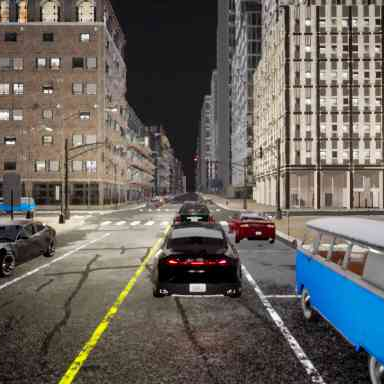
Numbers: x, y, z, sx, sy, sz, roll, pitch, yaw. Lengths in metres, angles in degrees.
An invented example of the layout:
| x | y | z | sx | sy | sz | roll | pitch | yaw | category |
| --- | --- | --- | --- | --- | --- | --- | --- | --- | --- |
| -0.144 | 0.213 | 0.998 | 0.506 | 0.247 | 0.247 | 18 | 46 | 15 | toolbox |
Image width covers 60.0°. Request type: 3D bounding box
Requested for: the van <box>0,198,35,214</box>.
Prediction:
| x | y | z | sx | sy | sz | roll | pitch | yaw | category |
| --- | --- | --- | --- | --- | --- | --- | --- | --- | --- |
| -19.704 | 1.525 | 37.120 | 3.998 | 1.788 | 1.690 | 0 | 0 | 1 | van |

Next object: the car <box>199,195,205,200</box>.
| x | y | z | sx | sy | sz | roll | pitch | yaw | category |
| --- | --- | --- | --- | --- | --- | --- | --- | --- | --- |
| 2.780 | 1.524 | 93.441 | 1.802 | 1.307 | 4.206 | 1 | 0 | 0 | car |

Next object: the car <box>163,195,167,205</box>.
| x | y | z | sx | sy | sz | roll | pitch | yaw | category |
| --- | --- | --- | --- | --- | --- | --- | --- | --- | --- |
| -5.632 | 1.426 | 53.890 | 1.967 | 1.590 | 4.097 | 1 | 0 | 0 | car |

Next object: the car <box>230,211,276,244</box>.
| x | y | z | sx | sy | sz | roll | pitch | yaw | category |
| --- | --- | --- | --- | --- | --- | --- | --- | --- | --- |
| 2.713 | 1.545 | 15.786 | 1.887 | 1.381 | 4.507 | 1 | 0 | 0 | car |

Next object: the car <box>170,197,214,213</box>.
| x | y | z | sx | sy | sz | roll | pitch | yaw | category |
| --- | --- | --- | --- | --- | --- | --- | --- | --- | --- |
| 0.086 | 1.352 | 17.608 | 2.097 | 1.767 | 4.553 | 0 | 0 | -1 | car |

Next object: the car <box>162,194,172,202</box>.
| x | y | z | sx | sy | sz | roll | pitch | yaw | category |
| --- | --- | --- | --- | --- | --- | --- | --- | --- | --- |
| -5.612 | 1.402 | 76.495 | 1.967 | 1.590 | 4.097 | 1 | 0 | 0 | car |

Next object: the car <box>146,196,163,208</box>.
| x | y | z | sx | sy | sz | roll | pitch | yaw | category |
| --- | --- | --- | --- | --- | --- | --- | --- | --- | --- |
| -5.640 | 1.573 | 48.237 | 1.802 | 1.307 | 4.206 | 1 | 0 | 0 | car |

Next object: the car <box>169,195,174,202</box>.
| x | y | z | sx | sy | sz | roll | pitch | yaw | category |
| --- | --- | --- | --- | --- | --- | --- | --- | --- | --- |
| -5.619 | 1.519 | 70.843 | 2.008 | 1.369 | 4.403 | 1 | 0 | 0 | car |

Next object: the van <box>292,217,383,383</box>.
| x | y | z | sx | sy | sz | roll | pitch | yaw | category |
| --- | --- | --- | --- | --- | --- | --- | --- | --- | --- |
| 2.705 | 1.342 | 4.632 | 1.690 | 1.788 | 3.998 | 1 | 0 | 0 | van |

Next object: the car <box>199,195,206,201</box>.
| x | y | z | sx | sy | sz | roll | pitch | yaw | category |
| --- | --- | --- | --- | --- | --- | --- | --- | --- | --- |
| 2.776 | 1.475 | 87.960 | 1.752 | 1.417 | 4.829 | 1 | 0 | 0 | car |

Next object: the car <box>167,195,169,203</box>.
| x | y | z | sx | sy | sz | roll | pitch | yaw | category |
| --- | --- | --- | --- | --- | --- | --- | --- | --- | --- |
| -5.629 | 1.562 | 59.541 | 1.802 | 1.307 | 4.206 | 1 | 0 | 0 | car |

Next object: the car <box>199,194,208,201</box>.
| x | y | z | sx | sy | sz | roll | pitch | yaw | category |
| --- | --- | --- | --- | --- | --- | --- | --- | --- | --- |
| 2.773 | 1.396 | 82.139 | 1.967 | 1.590 | 4.097 | 1 | 0 | 0 | car |

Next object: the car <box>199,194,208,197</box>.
| x | y | z | sx | sy | sz | roll | pitch | yaw | category |
| --- | --- | --- | --- | --- | --- | --- | --- | --- | --- |
| 2.751 | 1.531 | 59.532 | 2.008 | 1.369 | 4.403 | 1 | 0 | 0 | car |

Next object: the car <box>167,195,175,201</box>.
| x | y | z | sx | sy | sz | roll | pitch | yaw | category |
| --- | --- | --- | --- | --- | --- | --- | --- | --- | --- |
| -5.604 | 1.475 | 87.629 | 1.752 | 1.417 | 4.829 | 1 | 0 | 0 | car |

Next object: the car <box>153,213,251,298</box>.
| x | y | z | sx | sy | sz | roll | pitch | yaw | category |
| --- | --- | --- | --- | --- | --- | --- | --- | --- | --- |
| 0.108 | 1.506 | 8.515 | 1.837 | 1.490 | 4.892 | 0 | 0 | 0 | car |

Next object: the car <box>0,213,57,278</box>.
| x | y | z | sx | sy | sz | roll | pitch | yaw | category |
| --- | --- | --- | --- | --- | --- | --- | --- | --- | --- |
| -5.673 | 1.567 | 10.222 | 1.947 | 1.339 | 4.313 | 1 | 0 | 0 | car |
